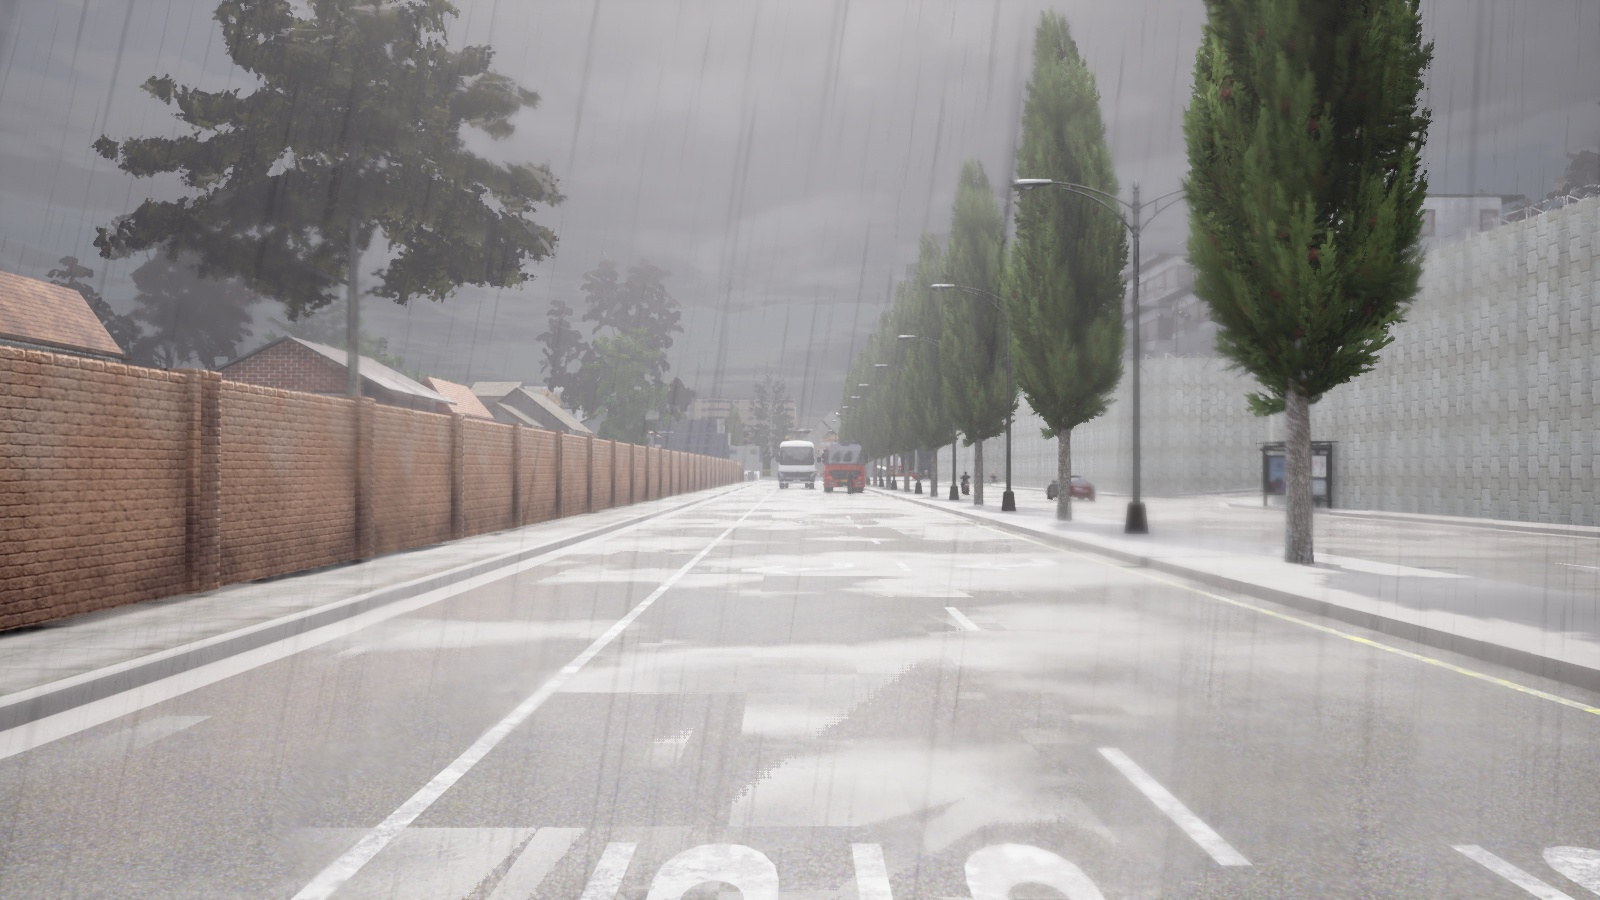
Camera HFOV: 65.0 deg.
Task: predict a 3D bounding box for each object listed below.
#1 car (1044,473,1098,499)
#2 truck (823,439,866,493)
[{"bbox_3d":[14.837,1.961,68.942,1.994,1.385,4.181,0,-1,0],"label":"car"},{"bbox_3d":[3.273,1.218,94.365,2.891,3.827,8.468,0,-1,0],"label":"truck"}]
